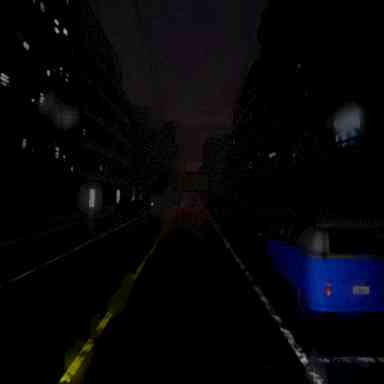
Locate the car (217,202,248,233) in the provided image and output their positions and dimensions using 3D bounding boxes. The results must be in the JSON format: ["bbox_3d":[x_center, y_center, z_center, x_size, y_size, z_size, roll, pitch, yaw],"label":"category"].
[{"bbox_3d":[2.686,1.485,18.411,1.887,1.381,4.507,0,0,0],"label":"car"}]

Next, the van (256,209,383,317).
[{"bbox_3d":[2.690,1.318,7.138,1.690,1.788,3.998,0,0,0],"label":"van"}]

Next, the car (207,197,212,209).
[{"bbox_3d":[2.684,1.454,29.683,2.008,1.369,4.403,0,0,0],"label":"car"}]

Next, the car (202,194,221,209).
[{"bbox_3d":[2.682,1.179,40.956,2.192,1.841,5.009,0,0,0],"label":"car"}]

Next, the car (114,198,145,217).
[{"bbox_3d":[-5.697,1.469,29.685,1.947,1.339,4.313,0,0,0],"label":"car"}]

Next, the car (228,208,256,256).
[{"bbox_3d":[2.687,1.525,12.775,1.947,1.339,4.313,0,0,0],"label":"car"}]

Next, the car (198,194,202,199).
[{"bbox_3d":[2.669,1.201,91.854,1.752,1.417,4.829,0,0,0],"label":"car"}]

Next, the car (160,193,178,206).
[{"bbox_3d":[-3.095,1.322,50.123,2.128,1.511,4.902,0,0,0],"label":"car"}]

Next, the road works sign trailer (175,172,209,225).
[{"bbox_3d":[0.008,0.389,23.193,2.380,3.560,2.880,0,0,0],"label":"road works sign trailer"}]

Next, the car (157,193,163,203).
[{"bbox_3d":[-5.704,1.243,57.868,1.967,1.590,4.097,0,0,0],"label":"car"}]

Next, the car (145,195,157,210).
[{"bbox_3d":[-5.700,1.390,40.788,1.752,1.417,4.829,0,0,0],"label":"car"}]

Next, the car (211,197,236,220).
[{"bbox_3d":[2.685,1.362,24.048,1.967,1.590,4.097,0,0,0],"label":"car"}]
